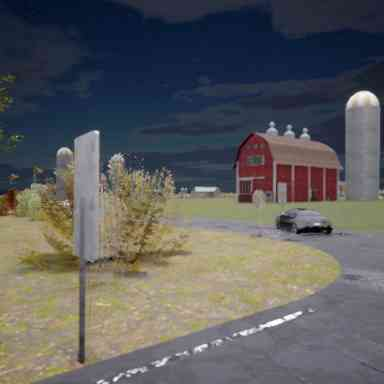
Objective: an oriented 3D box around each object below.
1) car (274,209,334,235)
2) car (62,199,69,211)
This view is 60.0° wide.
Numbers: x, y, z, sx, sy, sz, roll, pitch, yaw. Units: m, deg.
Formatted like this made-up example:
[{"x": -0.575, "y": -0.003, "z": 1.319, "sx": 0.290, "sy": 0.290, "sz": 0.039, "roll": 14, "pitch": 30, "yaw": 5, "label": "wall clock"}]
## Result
[{"x": 6.164, "y": 1.624, "z": 18.810, "sx": 1.994, "sy": 1.385, "sz": 4.181, "roll": -1, "pitch": -1, "yaw": -6, "label": "car"}, {"x": -18.114, "y": 1.859, "z": 50.446, "sx": 2.097, "sy": 1.767, "sz": 4.553, "roll": 1, "pitch": -1, "yaw": -35, "label": "car"}]
